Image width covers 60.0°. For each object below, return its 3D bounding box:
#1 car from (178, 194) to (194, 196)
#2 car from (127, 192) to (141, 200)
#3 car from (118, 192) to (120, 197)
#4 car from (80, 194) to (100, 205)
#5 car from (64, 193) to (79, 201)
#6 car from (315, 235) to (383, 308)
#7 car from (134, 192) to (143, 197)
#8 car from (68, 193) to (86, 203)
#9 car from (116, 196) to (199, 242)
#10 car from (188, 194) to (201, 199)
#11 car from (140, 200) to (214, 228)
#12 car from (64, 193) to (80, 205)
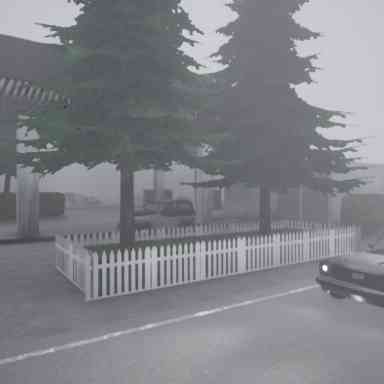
[{"bbox_3d":[-1.715,1.253,71.967,1.845,1.501,3.633,0,0,-34],"label":"car"},{"bbox_3d":[-14.942,1.025,85.464,1.932,1.855,4.605,0,0,-34],"label":"car"},{"bbox_3d":[-17.141,1.007,83.520,1.905,1.878,3.866,0,0,-34],"label":"car"},{"bbox_3d":[-16.171,1.319,53.179,1.970,1.475,3.806,0,0,-34],"label":"car"},{"bbox_3d":[-27.821,1.096,76.477,2.152,1.636,5.027,0,0,-34],"label":"car"},{"bbox_3d":[4.828,1.592,7.153,4.718,1.301,1.895,0,0,-33],"label":"car"},{"bbox_3d":[-10.081,1.241,66.501,2.007,1.523,4.514,0,0,-34],"label":"car"},{"bbox_3d":[-20.871,1.051,60.237,1.932,1.855,4.605,0,0,-34],"label":"car"},{"bbox_3d":[-1.525,1.299,16.060,3.866,1.878,1.905,0,0,-34],"label":"car"},{"bbox_3d":[0.648,1.284,95.581,1.845,1.501,3.633,0,0,-34],"label":"car"},{"bbox_3d":[-1.021,1.459,23.174,4.611,1.667,2.242,0,0,-34],"label":"car"},{"bbox_3d":[-19.283,1.038,51.859,1.905,1.878,3.866,0,0,-34],"label":"car"}]
